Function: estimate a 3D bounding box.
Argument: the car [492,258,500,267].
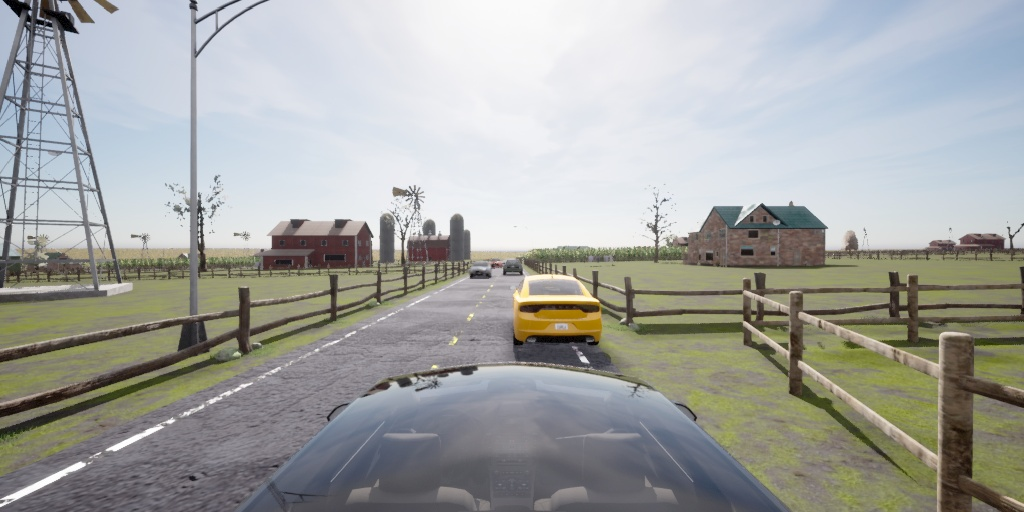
[{"bbox_3d":[-2.696,1.127,60.440,2.097,1.767,4.553,0,0,0],"label":"car"}]

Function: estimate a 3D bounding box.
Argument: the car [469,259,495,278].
[{"bbox_3d":[-2.821,1.259,33.195,1.837,1.490,4.892,0,0,0],"label":"car"}]

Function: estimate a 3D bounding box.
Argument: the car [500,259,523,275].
[{"bbox_3d":[0.114,1.110,39.350,2.097,1.767,4.553,0,0,0],"label":"car"}]

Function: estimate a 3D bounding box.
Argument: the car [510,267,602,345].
[{"bbox_3d":[0.971,1.226,9.486,1.882,1.535,5.008,0,0,0],"label":"car"}]
